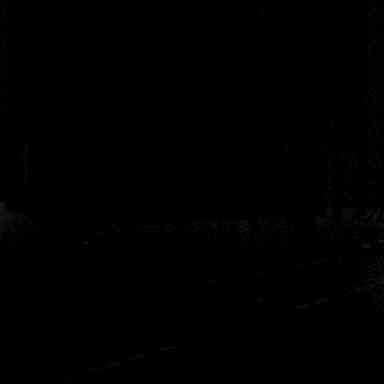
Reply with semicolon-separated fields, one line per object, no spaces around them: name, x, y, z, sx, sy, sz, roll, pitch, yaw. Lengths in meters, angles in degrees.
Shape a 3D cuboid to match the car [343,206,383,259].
car;7.589;1.439;12.058;5.009;1.841;2.192;1;0;-35
